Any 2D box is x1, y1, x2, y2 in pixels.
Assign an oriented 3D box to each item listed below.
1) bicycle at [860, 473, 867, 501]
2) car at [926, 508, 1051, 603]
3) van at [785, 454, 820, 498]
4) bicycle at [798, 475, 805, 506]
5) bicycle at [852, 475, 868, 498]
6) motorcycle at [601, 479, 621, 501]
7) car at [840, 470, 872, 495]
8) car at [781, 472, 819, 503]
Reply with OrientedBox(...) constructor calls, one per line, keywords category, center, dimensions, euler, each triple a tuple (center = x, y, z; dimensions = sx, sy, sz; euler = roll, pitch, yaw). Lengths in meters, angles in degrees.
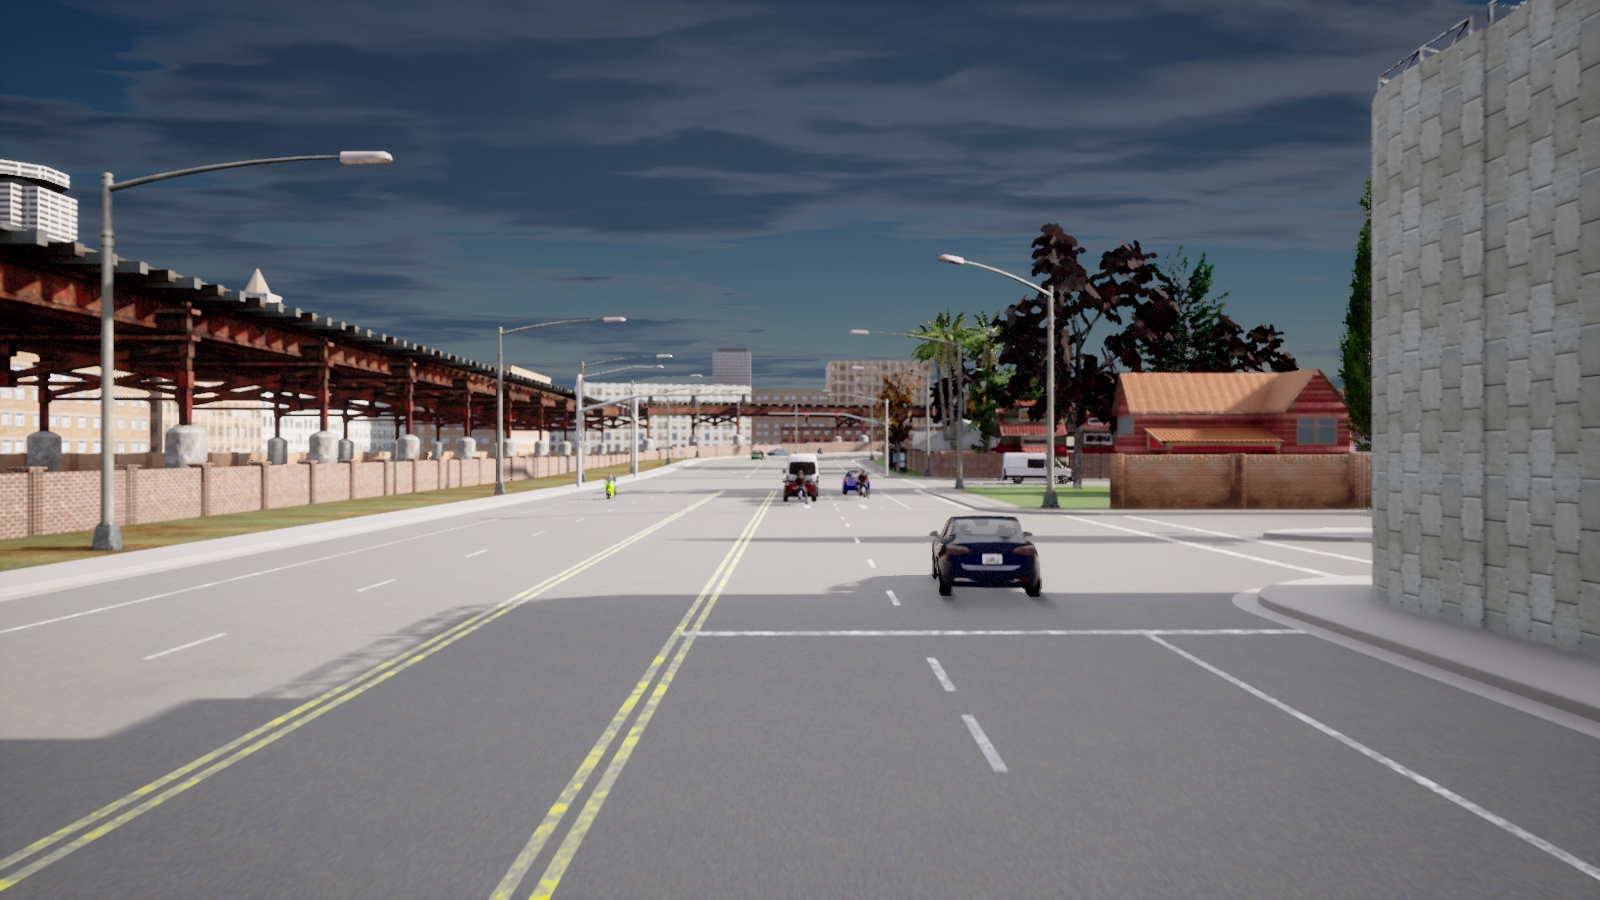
OrientedBox(category="bicycle", center=(3.544, 2.041, 63.757), dimensions=(0.329, 1.496, 1.835), euler=(0, 0, 0))
OrientedBox(category="car", center=(3.721, 2.060, 23.414), dimensions=(2.163, 1.488, 4.792), euler=(0, 0, 5))
OrientedBox(category="van", center=(0.106, 1.528, 69.660), dimensions=(1.988, 2.561, 5.915), euler=(0, 0, -1))
OrientedBox(category="bicycle", center=(0.082, 2.040, 57.474), dimensions=(0.329, 1.496, 1.835), euler=(-1, 0, 0))
OrientedBox(category="bicycle", center=(3.536, 2.139, 67.385), dimensions=(0.859, 1.301, 1.487), euler=(0, 0, 0))
OrientedBox(category="motorcycle", center=(-10.463, 2.209, 63.359), dimensions=(0.803, 1.145, 2.033), euler=(0, 0, 0))
OrientedBox(category="car", center=(3.506, 2.031, 71.981), dimensions=(1.845, 1.501, 3.633), euler=(0, 0, 0))
OrientedBox(category="car", center=(-0.003, 2.034, 62.680), dimensions=(2.007, 1.525, 4.514), euler=(0, 0, 0))
